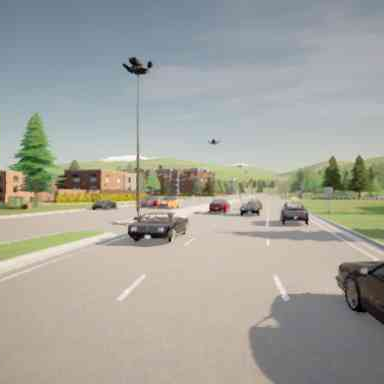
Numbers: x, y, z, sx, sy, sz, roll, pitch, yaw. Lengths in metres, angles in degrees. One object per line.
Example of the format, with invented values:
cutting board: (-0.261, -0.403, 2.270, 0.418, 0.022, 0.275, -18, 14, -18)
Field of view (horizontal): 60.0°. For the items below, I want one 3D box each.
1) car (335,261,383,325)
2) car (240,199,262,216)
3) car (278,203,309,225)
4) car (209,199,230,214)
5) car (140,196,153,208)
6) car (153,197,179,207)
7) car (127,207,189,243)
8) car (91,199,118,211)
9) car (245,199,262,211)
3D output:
car: (3.794, 1.556, 4.587, 2.033, 1.411, 5.357, 0, 0, 4)
car: (5.947, 1.666, 33.742, 1.895, 1.301, 4.718, 0, 0, 13)
car: (7.539, 1.539, 24.844, 2.128, 1.511, 4.902, 0, 0, 13)
car: (3.113, 1.549, 37.066, 1.882, 1.535, 5.008, 0, 0, 13)
car: (-6.267, 1.444, 48.537, 2.097, 1.767, 4.553, 0, 0, 13)
car: (-3.266, 1.440, 45.975, 2.097, 1.767, 4.553, 0, 0, 13)
car: (-1.456, 1.633, 16.394, 1.895, 1.301, 4.718, 0, 0, 11)
car: (-11.182, 1.647, 42.743, 1.994, 1.385, 4.181, 0, 0, 13)
car: (8.271, 1.649, 44.258, 1.994, 1.385, 4.181, 0, 0, 13)
